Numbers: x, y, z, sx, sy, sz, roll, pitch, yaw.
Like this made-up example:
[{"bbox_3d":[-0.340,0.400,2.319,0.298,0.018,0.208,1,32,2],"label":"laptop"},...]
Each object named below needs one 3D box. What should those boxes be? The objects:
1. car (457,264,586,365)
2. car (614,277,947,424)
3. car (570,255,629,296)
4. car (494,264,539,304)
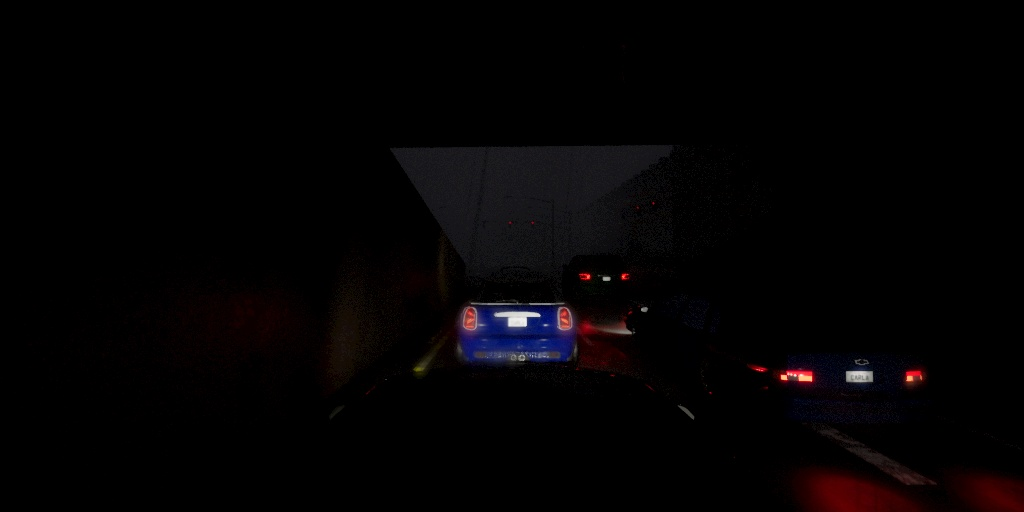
[{"bbox_3d":[0.108,1.102,7.999,2.097,1.767,4.553,0,0,0],"label":"car"},{"bbox_3d":[3.611,1.297,6.228,2.033,1.411,5.357,0,0,0],"label":"car"},{"bbox_3d":[3.647,0.971,16.474,2.150,2.045,5.566,0,0,0],"label":"car"},{"bbox_3d":[0.134,1.228,17.283,1.882,1.535,5.008,0,0,-1],"label":"car"}]
